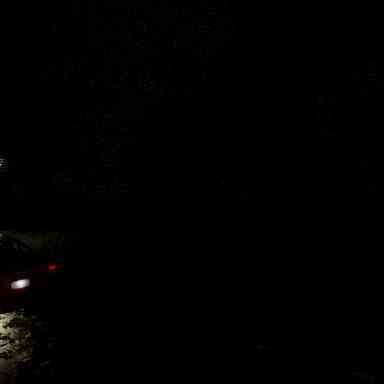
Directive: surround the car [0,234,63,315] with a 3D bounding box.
[{"bbox_3d":[-4.620,1.589,7.036,4.181,1.385,1.994,0,0,36],"label":"car"}]
